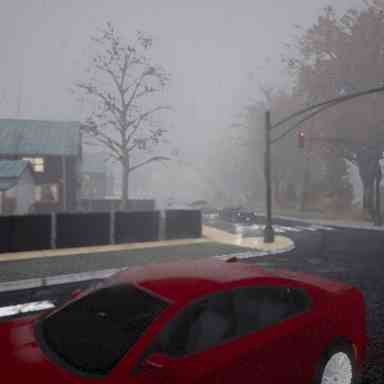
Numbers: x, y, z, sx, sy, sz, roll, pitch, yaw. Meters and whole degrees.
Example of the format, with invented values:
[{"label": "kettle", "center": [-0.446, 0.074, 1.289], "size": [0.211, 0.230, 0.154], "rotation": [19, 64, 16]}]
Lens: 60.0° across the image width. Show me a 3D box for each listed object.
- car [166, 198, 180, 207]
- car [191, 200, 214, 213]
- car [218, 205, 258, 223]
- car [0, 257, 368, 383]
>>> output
[{"label": "car", "center": [-3.279, 1.698, 56.023], "size": [1.812, 1.442, 4.674], "rotation": [-1, 0, -14]}, {"label": "car", "center": [1.070, 1.712, 38.903], "size": [1.812, 1.442, 4.674], "rotation": [-1, 1, -14]}, {"label": "car", "center": [3.825, 1.794, 28.148], "size": [1.895, 1.301, 4.718], "rotation": [-1, 0, -14]}, {"label": "car", "center": [-0.205, 1.512, 3.390], "size": [5.008, 1.535, 1.882], "rotation": [1, -1, -35]}]
